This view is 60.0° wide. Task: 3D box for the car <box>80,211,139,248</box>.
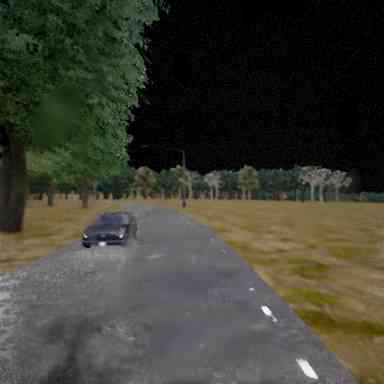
[{"bbox_3d":[-3.535,1.601,15.244,2.033,1.411,5.357,0,0,-3],"label":"car"}]
